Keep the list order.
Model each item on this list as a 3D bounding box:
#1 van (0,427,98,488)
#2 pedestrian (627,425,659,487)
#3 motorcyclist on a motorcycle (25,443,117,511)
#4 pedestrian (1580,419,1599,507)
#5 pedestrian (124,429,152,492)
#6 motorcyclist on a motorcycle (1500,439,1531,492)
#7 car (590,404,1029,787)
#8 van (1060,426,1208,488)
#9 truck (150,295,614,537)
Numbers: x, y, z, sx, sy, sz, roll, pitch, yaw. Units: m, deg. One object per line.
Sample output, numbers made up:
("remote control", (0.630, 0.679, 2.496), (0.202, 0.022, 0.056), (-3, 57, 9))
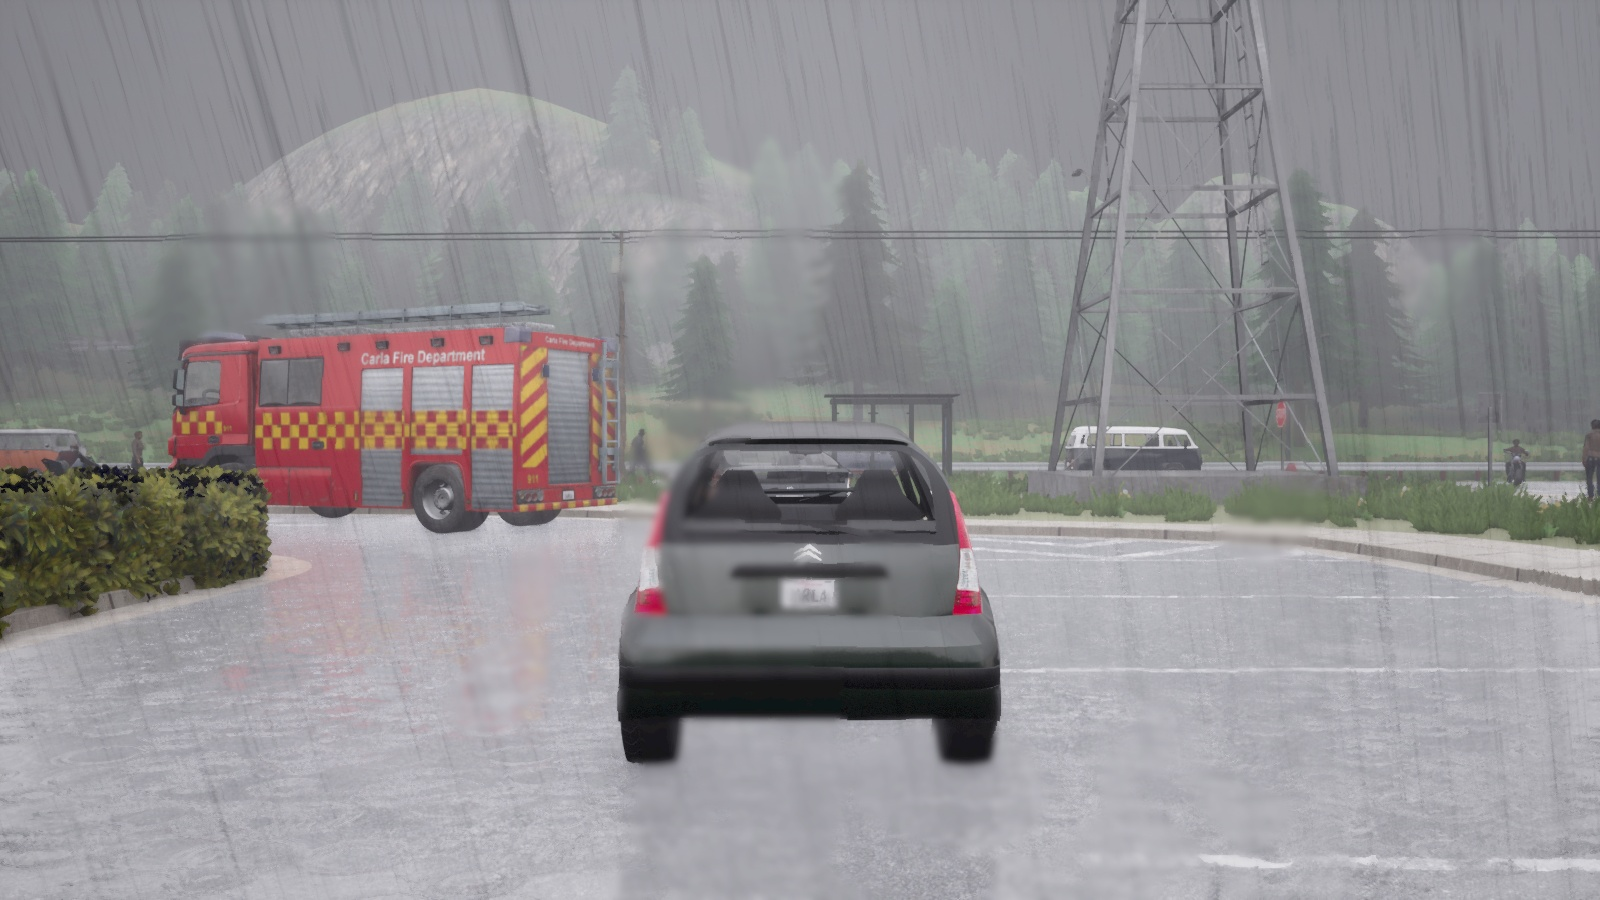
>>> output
("van", (-26.412, 0.237, 42.539), (4.442, 1.987, 1.775), (0, 0, 9))
("pedestrian", (-4.809, 0.181, 38.411), (0.849, 1.883, 0.563), (0, 0, 10))
("motorcyclist on a motorcycle", (-17.056, 0.601, 29.443), (0.866, 1.530, 2.191), (0, 0, 0))
("pedestrian", (16.537, 0.267, 26.135), (0.328, 1.805, 0.869), (0, 0, 20))
("pedestrian", (-19.660, 0.305, 37.299), (0.634, 1.846, 0.331), (0, 0, 1))
("motorcyclist on a motorcycle", (23.197, 0.485, 40.724), (0.766, 1.649, 2.350), (2, 1, 28))
("car", (0.041, 0.603, 7.295), (1.851, 1.617, 3.988), (0, 0, 0))
("van", (11.210, 0.239, 42.396), (4.480, 2.038, 2.069), (0, 0, 1))
("truck", (-7.772, -0.555, 23.048), (8.468, 3.827, 2.891), (0, 0, 26))
